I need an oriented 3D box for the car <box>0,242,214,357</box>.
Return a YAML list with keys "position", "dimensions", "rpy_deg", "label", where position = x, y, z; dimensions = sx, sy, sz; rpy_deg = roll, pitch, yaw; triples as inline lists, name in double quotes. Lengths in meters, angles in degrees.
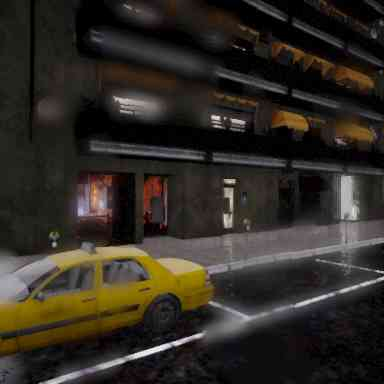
- position: [-1.882, 1.522, 5.207]
  dimensions: [4.829, 1.417, 1.752]
  rpy_deg: [0, 0, -35]
  label: "car"
